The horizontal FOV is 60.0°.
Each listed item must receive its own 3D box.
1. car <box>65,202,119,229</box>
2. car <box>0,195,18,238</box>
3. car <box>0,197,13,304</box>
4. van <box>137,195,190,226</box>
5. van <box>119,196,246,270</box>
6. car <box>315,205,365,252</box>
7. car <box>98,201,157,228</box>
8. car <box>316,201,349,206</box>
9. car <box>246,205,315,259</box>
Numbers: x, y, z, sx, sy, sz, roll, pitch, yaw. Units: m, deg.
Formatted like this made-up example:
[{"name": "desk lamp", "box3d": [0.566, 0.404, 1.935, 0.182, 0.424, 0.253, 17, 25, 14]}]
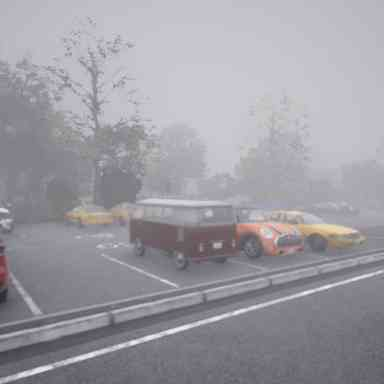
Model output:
[{"name": "car", "box3d": [-6.825, 1.454, 21.704, 1.946, 1.575, 5.366, 0, 0, -36]}, {"name": "car", "box3d": [-11.340, 1.197, 18.190, 2.435, 2.045, 5.566, 0, 0, -36]}, {"name": "car", "box3d": [-5.517, 1.201, 7.327, 2.435, 2.045, 5.566, 0, 0, -36]}, {"name": "van", "box3d": [-2.220, 1.266, 24.647, 1.878, 1.987, 4.442, 1, 0, -36]}, {"name": "van", "box3d": [-0.547, 1.228, 11.022, 1.878, 1.987, 4.442, 0, 0, -36]}, {"name": "car", "box3d": [4.460, 1.484, 14.256, 1.946, 1.575, 5.366, 1, 0, -36]}, {"name": "car", "box3d": [-4.665, 1.468, 23.259, 1.946, 1.575, 5.366, 1, 0, -36]}, {"name": "car", "box3d": [14.600, 1.903, 36.864, 2.002, 1.452, 4.674, 2, -1, -36]}, {"name": "car", "box3d": [1.967, 1.339, 12.727, 2.185, 1.767, 4.553, 1, 0, -36]}]
